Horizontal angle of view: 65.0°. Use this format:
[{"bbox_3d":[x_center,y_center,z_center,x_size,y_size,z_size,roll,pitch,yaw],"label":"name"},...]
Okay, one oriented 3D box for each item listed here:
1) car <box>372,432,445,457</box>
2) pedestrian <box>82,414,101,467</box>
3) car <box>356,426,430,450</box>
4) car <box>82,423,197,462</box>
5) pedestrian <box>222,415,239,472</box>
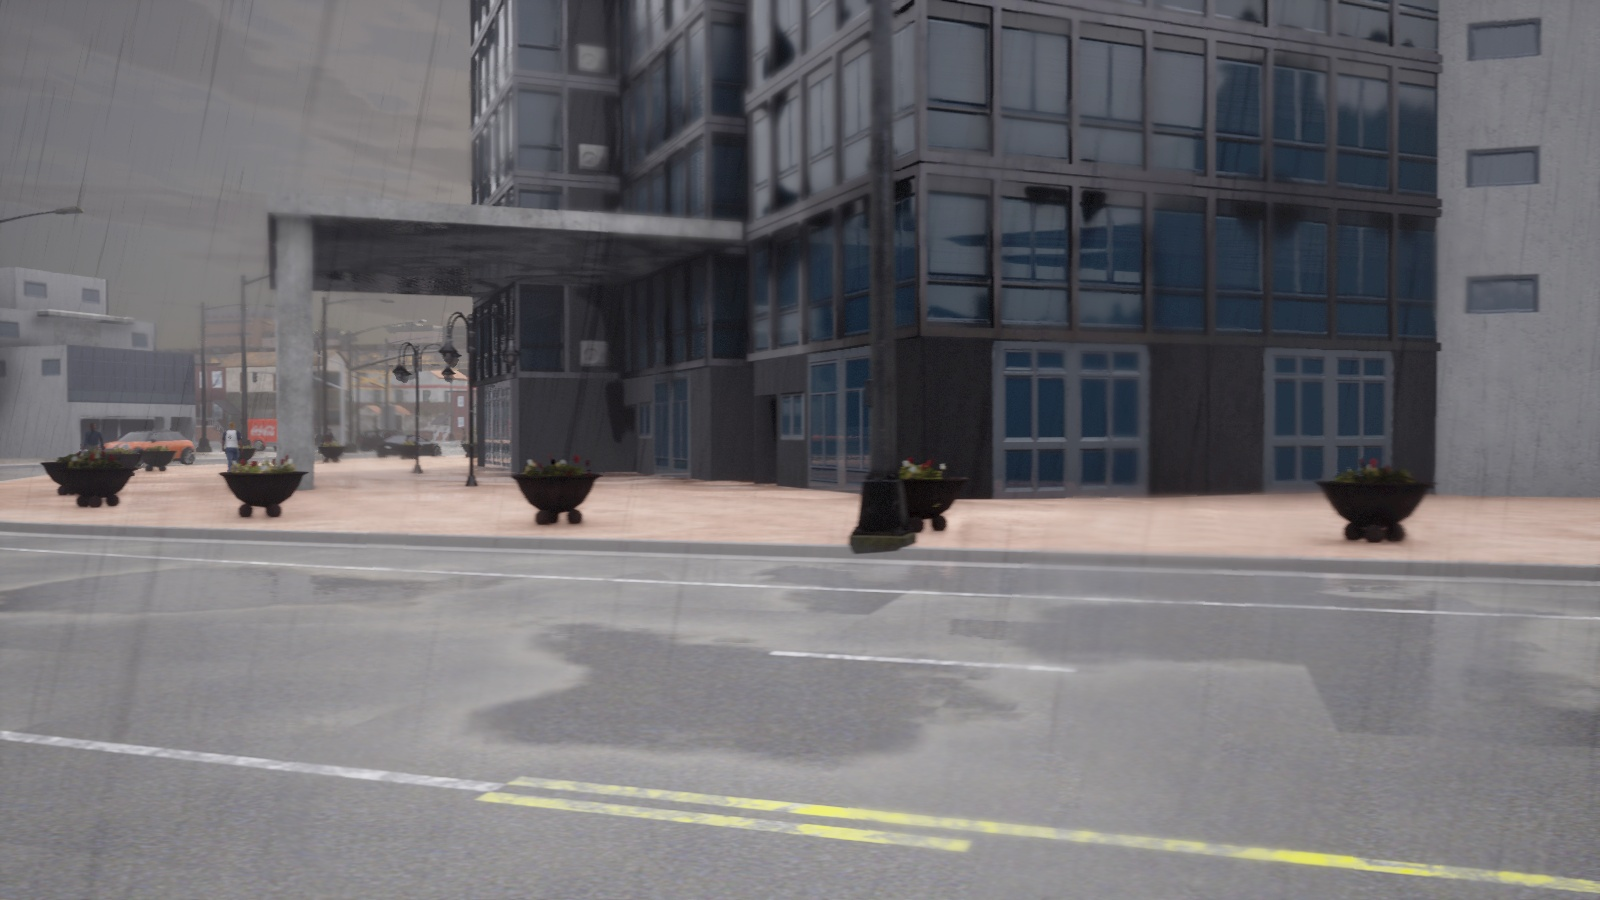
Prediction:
[{"bbox_3d":[-22.581,-0.356,72.549,1.994,1.385,4.181,1,1,17],"label":"car"},{"bbox_3d":[-24.851,-0.324,44.053,0.370,1.835,0.726,0,1,-13],"label":"pedestrian"},{"bbox_3d":[-29.405,-0.894,90.821,4.611,1.667,2.242,0,1,17],"label":"car"},{"bbox_3d":[-30.715,-0.368,58.526,2.097,1.767,4.553,1,1,18],"label":"car"},{"bbox_3d":[-18.312,-0.208,40.377,0.354,1.836,0.706,0,1,-11],"label":"pedestrian"}]
